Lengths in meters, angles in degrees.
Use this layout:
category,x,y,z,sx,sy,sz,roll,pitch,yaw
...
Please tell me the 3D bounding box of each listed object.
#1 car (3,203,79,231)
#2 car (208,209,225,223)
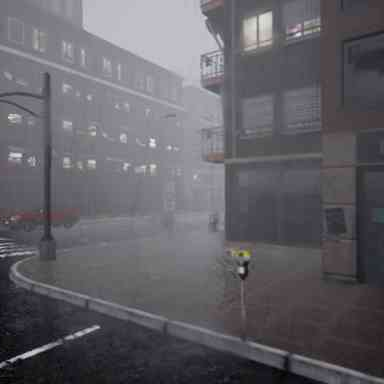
category,x,y,z,sx,sy,sz,roll,pitch,yaw
car,-10.464,1.706,23.575,2.192,1.841,5.009,-2,-2,35
car,2.928,2.112,28.151,1.802,1.307,4.206,-2,-2,35
